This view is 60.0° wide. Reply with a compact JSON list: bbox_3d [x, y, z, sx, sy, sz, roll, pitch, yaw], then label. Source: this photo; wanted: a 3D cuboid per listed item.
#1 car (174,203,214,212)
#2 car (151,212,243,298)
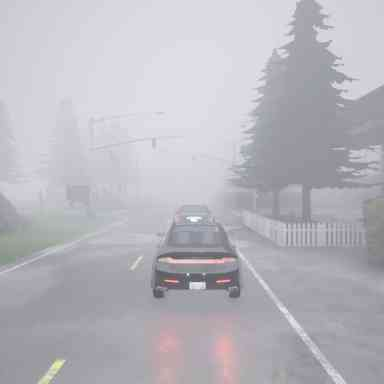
[{"bbox_3d":[0.094,1.351,17.631,2.097,1.767,4.553,0,0,0],"label":"car"},{"bbox_3d":[0.097,1.491,8.477,2.128,1.511,4.902,0,0,0],"label":"car"}]
